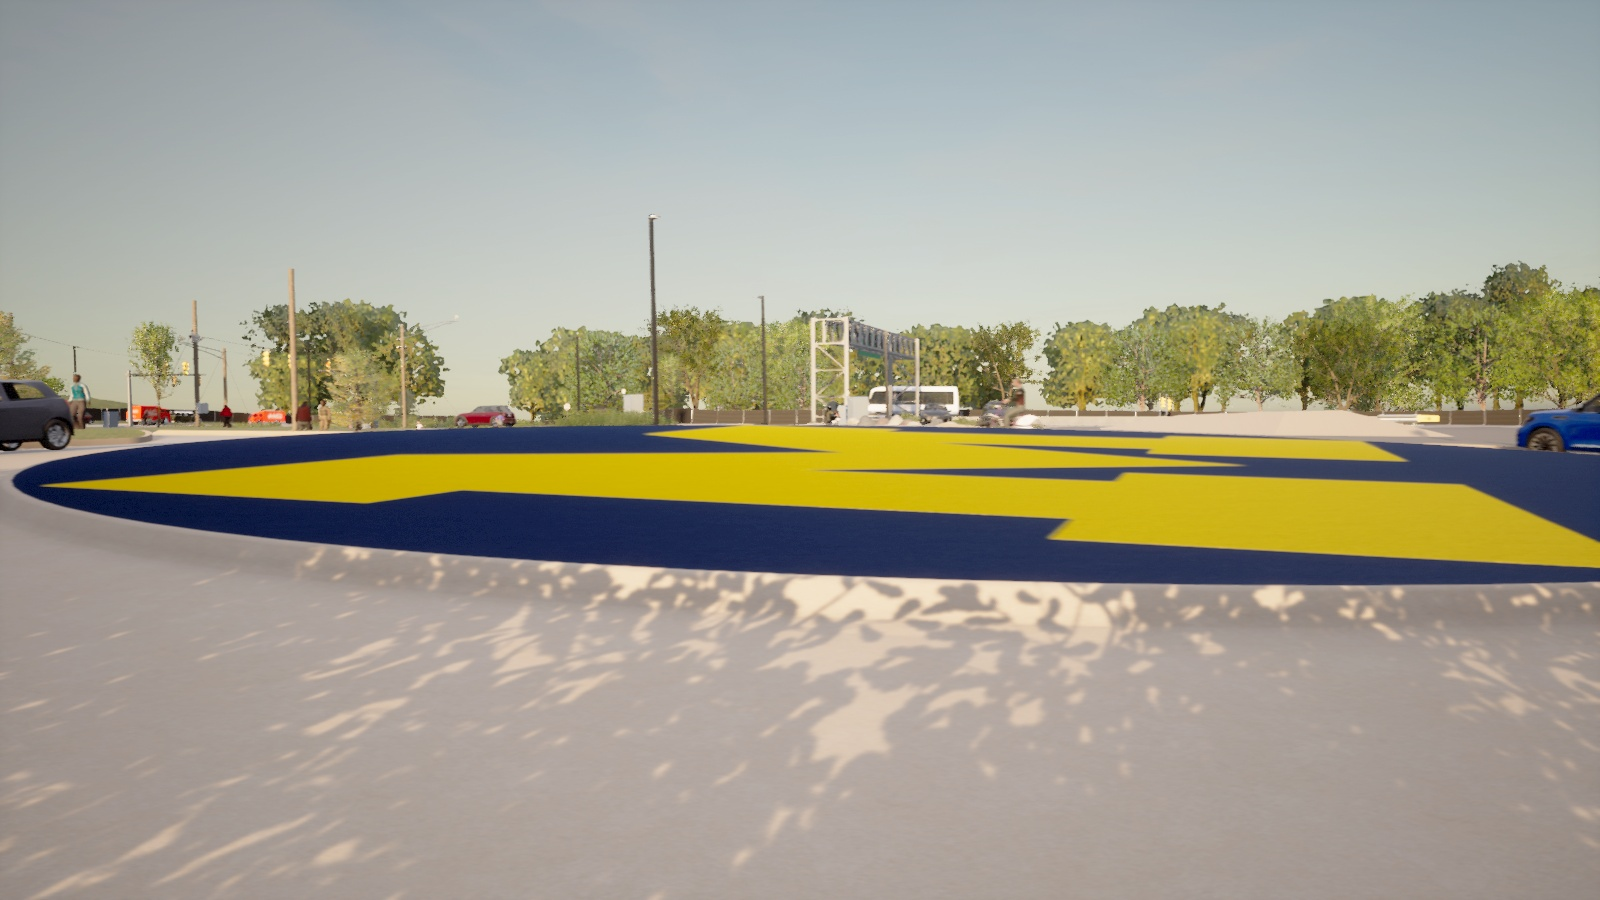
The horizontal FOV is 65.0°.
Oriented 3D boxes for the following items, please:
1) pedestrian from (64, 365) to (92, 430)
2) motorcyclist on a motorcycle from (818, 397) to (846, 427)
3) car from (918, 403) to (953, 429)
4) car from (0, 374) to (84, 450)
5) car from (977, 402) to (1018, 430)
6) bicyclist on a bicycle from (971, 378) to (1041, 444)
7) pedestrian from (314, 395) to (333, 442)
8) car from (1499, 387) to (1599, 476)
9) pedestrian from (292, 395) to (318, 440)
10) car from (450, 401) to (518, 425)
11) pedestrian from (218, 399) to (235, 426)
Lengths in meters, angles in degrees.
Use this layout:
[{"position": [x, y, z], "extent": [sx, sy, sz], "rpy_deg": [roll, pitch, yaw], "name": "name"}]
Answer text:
[{"position": [-21.679, -1.567, 37.705], "extent": [0.396, 1.930, 0.692], "rpy_deg": [-1, 1, 1], "name": "pedestrian"}, {"position": [1.754, -2.084, 69.024], "extent": [0.866, 1.590, 1.817], "rpy_deg": [-1, 2, -21], "name": "motorcyclist on a motorcycle"}, {"position": [8.337, -2.135, 77.732], "extent": [2.007, 1.525, 4.514], "rpy_deg": [1, 2, 5], "name": "car"}, {"position": [-16.702, -0.755, 25.211], "extent": [1.845, 1.501, 3.633], "rpy_deg": [0, 3, 21], "name": "car"}, {"position": [11.825, -2.066, 75.297], "extent": [1.851, 1.617, 3.988], "rpy_deg": [1, 2, 1], "name": "car"}, {"position": [5.825, -1.099, 35.570], "extent": [1.843, 1.776, 0.659], "rpy_deg": [3, 2, 7], "name": "bicyclist on a bicycle"}, {"position": [-19.583, -1.292, 51.643], "extent": [0.396, 1.930, 0.692], "rpy_deg": [-1, 1, 11], "name": "pedestrian"}, {"position": [20.506, -0.395, 30.797], "extent": [2.150, 2.045, 5.566], "rpy_deg": [-1, 5, -24], "name": "car"}, {"position": [-20.630, -1.340, 52.317], "extent": [0.634, 1.844, 0.899], "rpy_deg": [-1, 1, 6], "name": "pedestrian"}, {"position": [-23.838, -2.748, 94.709], "extent": [4.553, 1.767, 2.097], "rpy_deg": [0, 1, 19], "name": "car"}, {"position": [-39.496, -2.603, 86.503], "extent": [0.899, 1.844, 0.634], "rpy_deg": [-1, 1, 24], "name": "pedestrian"}]
